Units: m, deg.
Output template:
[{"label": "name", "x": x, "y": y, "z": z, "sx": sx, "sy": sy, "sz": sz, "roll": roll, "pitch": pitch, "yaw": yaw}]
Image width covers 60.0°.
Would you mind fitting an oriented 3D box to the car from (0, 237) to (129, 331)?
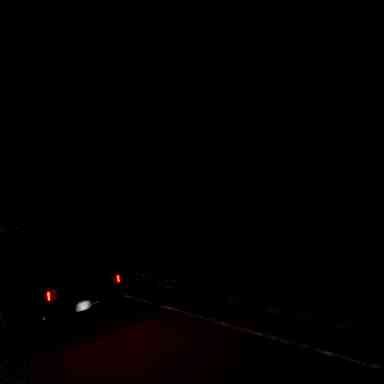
[{"label": "car", "x": -3.525, "y": 1.606, "z": 6.948, "sx": 4.718, "sy": 1.301, "sz": 1.895, "roll": 0, "pitch": 0, "yaw": 39}]
